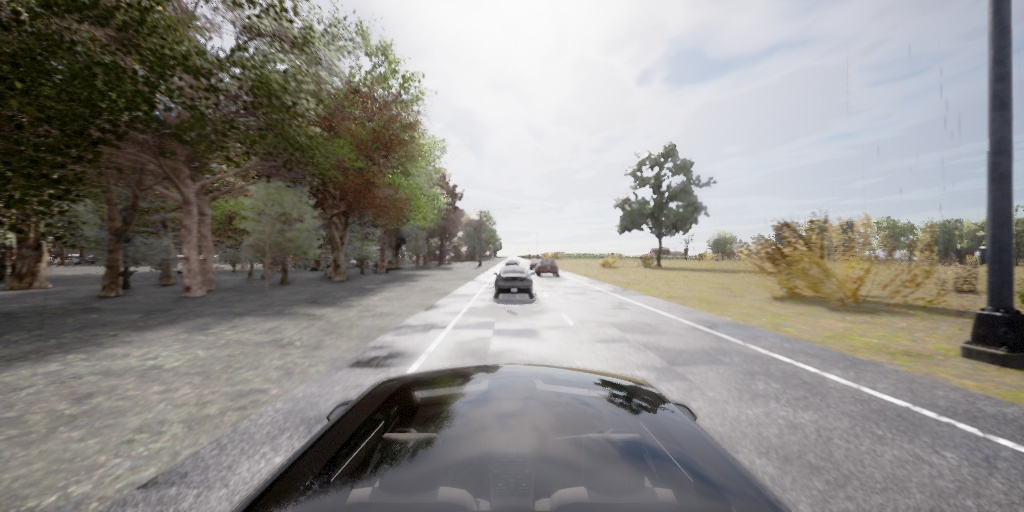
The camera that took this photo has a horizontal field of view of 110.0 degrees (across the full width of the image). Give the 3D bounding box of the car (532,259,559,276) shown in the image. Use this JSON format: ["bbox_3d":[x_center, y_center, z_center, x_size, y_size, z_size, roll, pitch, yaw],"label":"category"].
[{"bbox_3d":[3.504,1.078,36.362,2.097,1.767,4.553,0,0,0],"label":"car"}]

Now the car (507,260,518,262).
[{"bbox_3d":[0.082,1.231,47.280,1.837,1.490,4.892,0,0,0],"label":"car"}]

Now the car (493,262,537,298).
[{"bbox_3d":[0.095,1.251,18.352,1.837,1.490,4.892,0,0,0],"label":"car"}]
